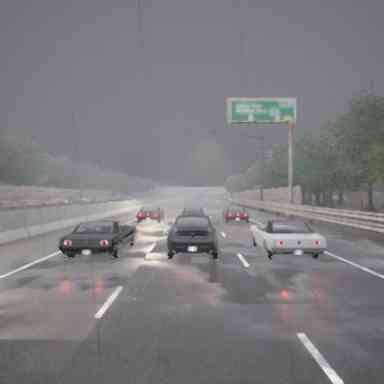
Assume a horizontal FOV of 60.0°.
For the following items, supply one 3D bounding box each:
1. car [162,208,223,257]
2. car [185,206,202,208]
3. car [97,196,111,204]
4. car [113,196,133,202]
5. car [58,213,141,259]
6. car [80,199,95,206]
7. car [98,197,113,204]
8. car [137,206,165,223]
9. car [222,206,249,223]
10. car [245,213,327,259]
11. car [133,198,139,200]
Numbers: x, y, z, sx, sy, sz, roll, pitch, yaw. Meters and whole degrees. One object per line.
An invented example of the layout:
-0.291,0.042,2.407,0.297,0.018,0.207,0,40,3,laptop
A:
0.043,1.634,13.445,1.837,1.490,4.892,0,0,1,car
0.104,1.843,28.164,1.895,1.301,4.718,0,0,1,car
-20.388,1.933,77.361,2.097,1.767,4.553,0,0,1,car
-13.560,2.076,65.888,1.994,1.385,4.181,0,0,1,car
-3.460,1.726,13.212,1.895,1.301,4.718,0,0,1,car
-20.554,2.043,65.955,1.812,1.442,4.674,0,0,1,car
-17.056,2.019,65.923,1.837,1.490,4.892,0,0,1,car
-3.396,1.843,28.191,1.895,1.301,4.718,0,0,1,car
3.604,1.843,28.141,1.895,1.301,4.718,0,0,1,car
3.540,1.726,13.195,1.895,1.301,4.718,0,0,1,car
-13.390,2.118,77.218,2.033,1.411,5.357,0,0,1,car
